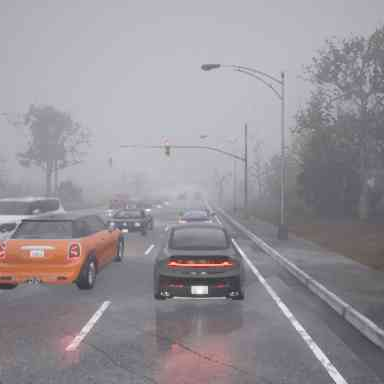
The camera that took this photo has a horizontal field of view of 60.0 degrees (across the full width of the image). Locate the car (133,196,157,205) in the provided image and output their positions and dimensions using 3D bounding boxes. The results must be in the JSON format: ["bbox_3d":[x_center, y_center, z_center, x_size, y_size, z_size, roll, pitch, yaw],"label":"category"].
[{"bbox_3d":[-6.412,1.564,45.790,1.994,1.385,4.181,0,0,1],"label":"car"}]

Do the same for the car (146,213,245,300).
[{"bbox_3d":[0.160,1.505,8.375,1.837,1.490,4.892,0,0,1],"label":"car"}]

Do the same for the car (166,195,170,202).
[{"bbox_3d":[-5.841,1.316,70.332,1.994,1.385,4.181,0,2,1],"label":"car"}]

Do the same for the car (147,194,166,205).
[{"bbox_3d":[-6.164,1.478,57.782,1.882,1.535,5.008,0,0,1],"label":"car"}]

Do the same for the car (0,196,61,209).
[{"bbox_3d":[-6.994,1.221,13.462,2.150,2.045,5.566,0,0,1],"label":"car"}]

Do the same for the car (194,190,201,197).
[{"bbox_3d":[1.452,0.316,85.553,1.837,1.490,4.892,0,3,1],"label":"car"}]

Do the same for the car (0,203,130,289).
[{"bbox_3d":[-3.328,1.352,9.315,2.097,1.767,4.553,0,0,1],"label":"car"}]

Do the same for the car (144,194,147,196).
[{"bbox_3d":[-9.371,1.177,68.841,2.097,1.767,4.553,0,2,1],"label":"car"}]

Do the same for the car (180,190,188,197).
[{"bbox_3d":[-2.047,0.341,85.621,1.812,1.442,4.674,0,3,1],"label":"car"}]

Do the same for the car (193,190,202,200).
[{"bbox_3d":[1.252,1.053,75.139,2.033,1.411,5.357,0,3,1],"label":"car"}]

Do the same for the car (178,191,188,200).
[{"bbox_3d":[-2.247,1.013,75.204,1.837,1.490,4.892,0,3,1],"label":"car"}]

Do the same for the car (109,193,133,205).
[{"bbox_3d":[-9.901,1.222,46.291,2.150,2.045,5.566,0,0,1],"label":"car"}]

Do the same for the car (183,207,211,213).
[{"bbox_3d":[0.253,1.526,17.450,1.812,1.442,4.674,0,0,3],"label":"car"}]

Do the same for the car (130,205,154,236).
[{"bbox_3d":[-3.250,1.601,18.400,1.895,1.301,4.718,0,0,0],"label":"car"}]
